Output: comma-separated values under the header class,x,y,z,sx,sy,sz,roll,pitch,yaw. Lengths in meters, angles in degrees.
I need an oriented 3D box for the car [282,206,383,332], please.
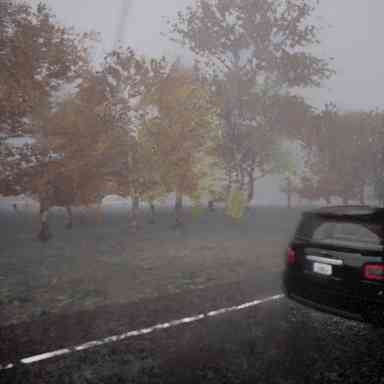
class,x,y,z,sx,sy,sz,roll,pitch,yaw
car,4.221,1.312,6.705,5.566,2.045,2.150,1,0,-35
